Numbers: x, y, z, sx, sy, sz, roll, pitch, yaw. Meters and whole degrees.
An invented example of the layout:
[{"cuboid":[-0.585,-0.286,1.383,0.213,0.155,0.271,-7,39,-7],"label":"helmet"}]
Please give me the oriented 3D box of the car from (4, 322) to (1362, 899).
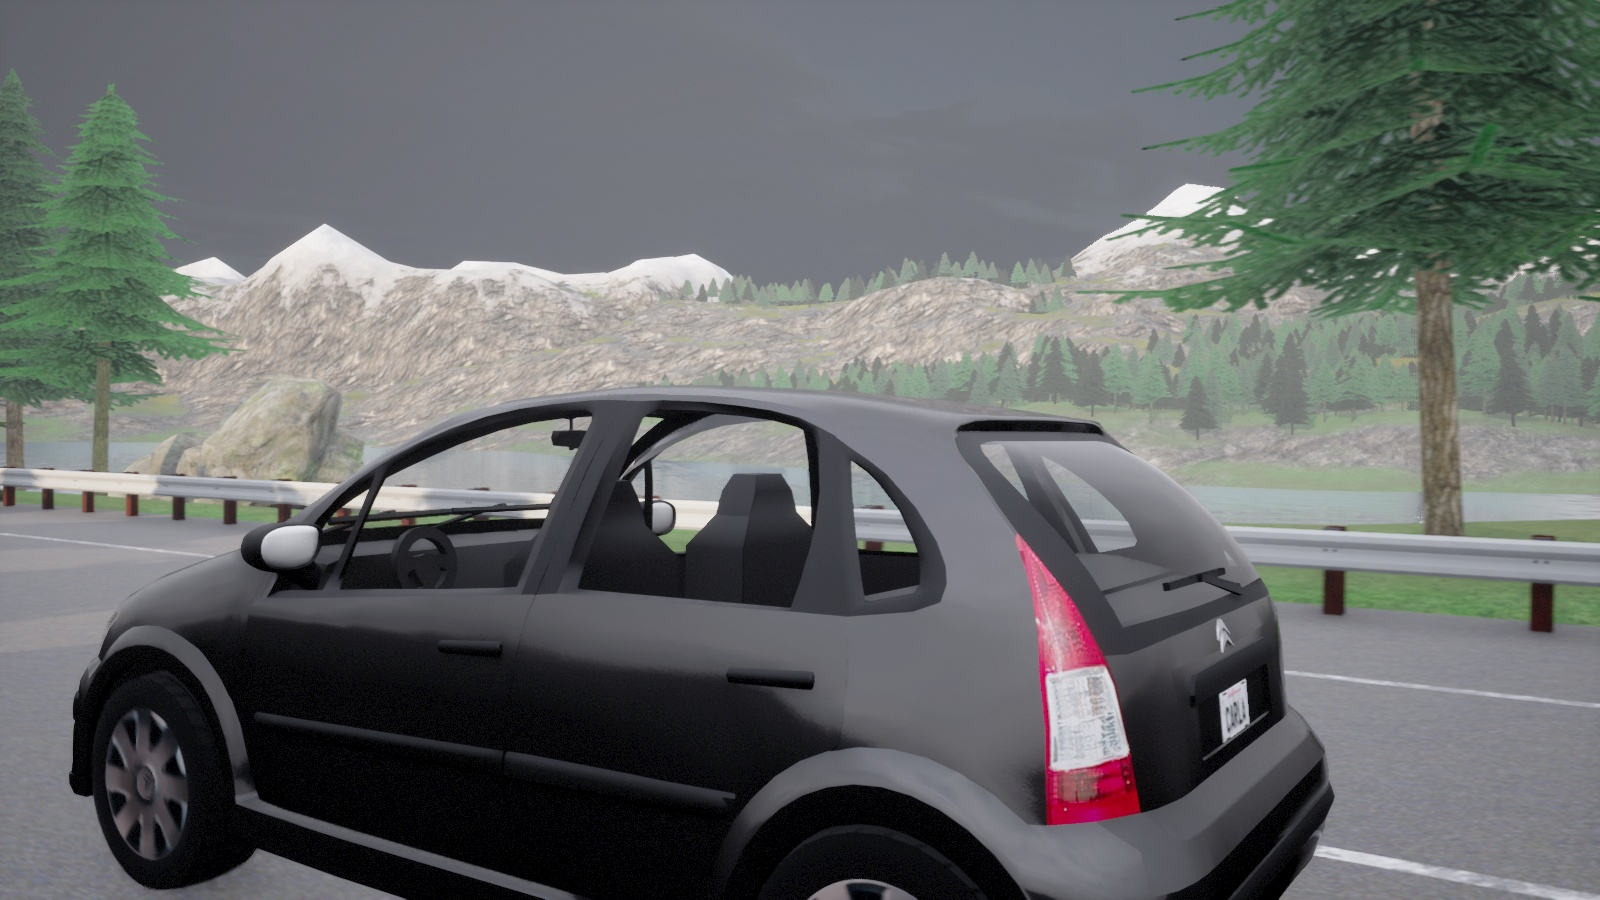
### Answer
[{"cuboid":[-0.542,0.580,3.978,3.988,1.617,1.851,0,1,34],"label":"car"}]
